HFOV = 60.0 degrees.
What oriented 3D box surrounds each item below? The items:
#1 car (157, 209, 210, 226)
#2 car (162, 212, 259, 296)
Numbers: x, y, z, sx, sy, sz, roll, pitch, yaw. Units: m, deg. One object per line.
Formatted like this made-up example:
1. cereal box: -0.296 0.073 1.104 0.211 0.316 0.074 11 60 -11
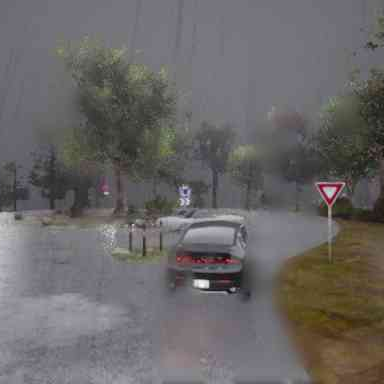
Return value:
1. car: 0.572 1.614 18.378 4.718 1.301 1.895 0 0 -22
2. car: 0.710 1.511 8.757 1.837 1.490 4.892 0 0 13
